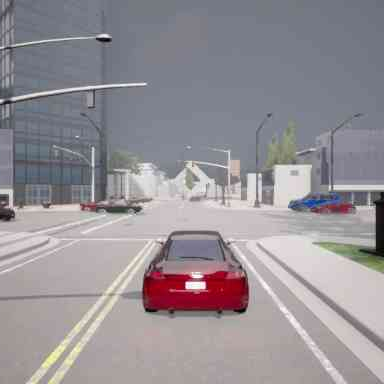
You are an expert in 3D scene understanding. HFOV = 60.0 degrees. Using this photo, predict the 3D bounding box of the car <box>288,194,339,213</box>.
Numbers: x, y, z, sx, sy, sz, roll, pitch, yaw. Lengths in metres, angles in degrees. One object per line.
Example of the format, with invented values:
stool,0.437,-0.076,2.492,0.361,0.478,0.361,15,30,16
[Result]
car,13.660,1.208,37.084,5.566,2.045,2.150,0,0,0

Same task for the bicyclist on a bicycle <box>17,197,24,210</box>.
bicyclist on a bicycle,-21.975,1.466,42.578,0.582,1.620,1.656,-1,0,0

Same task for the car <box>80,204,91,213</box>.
car,-9.824,1.646,36.889,4.718,1.301,1.895,0,0,0

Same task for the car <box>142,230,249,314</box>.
car,0.075,1.564,7.685,1.994,1.385,4.181,0,0,0

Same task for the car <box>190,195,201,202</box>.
car,0.785,1.524,77.306,1.812,1.442,4.674,0,0,12

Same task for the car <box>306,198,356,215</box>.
car,14.133,1.553,33.324,4.181,1.385,1.994,0,0,-4

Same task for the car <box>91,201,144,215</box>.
car,-7.297,1.637,33.408,4.718,1.301,1.895,0,0,0

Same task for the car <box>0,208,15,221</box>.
car,-16.597,1.587,26.143,5.008,1.535,1.882,-1,0,0
